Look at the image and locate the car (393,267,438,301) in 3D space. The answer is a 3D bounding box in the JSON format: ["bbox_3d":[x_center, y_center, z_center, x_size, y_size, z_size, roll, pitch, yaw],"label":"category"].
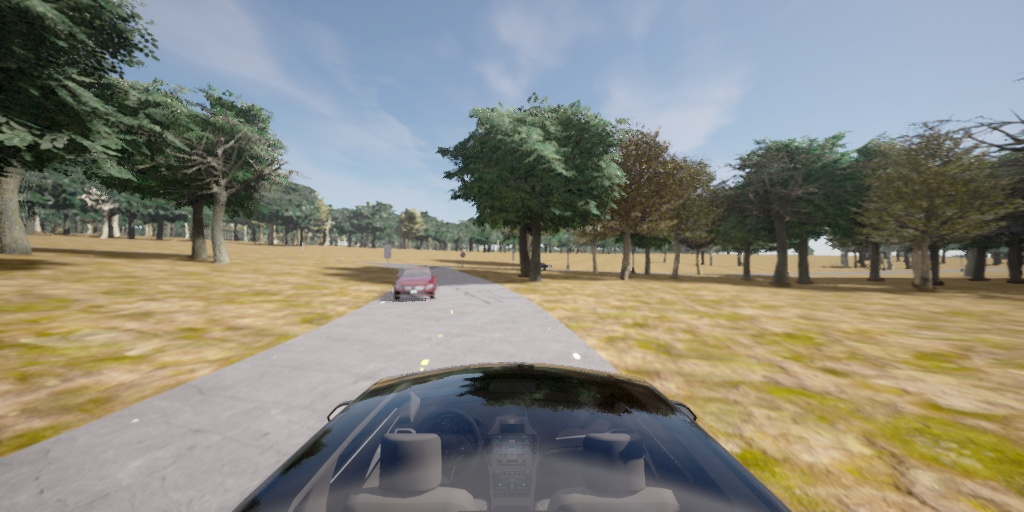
[{"bbox_3d":[-4.679,1.304,17.898,1.812,1.442,4.674,1,0,-10],"label":"car"}]
